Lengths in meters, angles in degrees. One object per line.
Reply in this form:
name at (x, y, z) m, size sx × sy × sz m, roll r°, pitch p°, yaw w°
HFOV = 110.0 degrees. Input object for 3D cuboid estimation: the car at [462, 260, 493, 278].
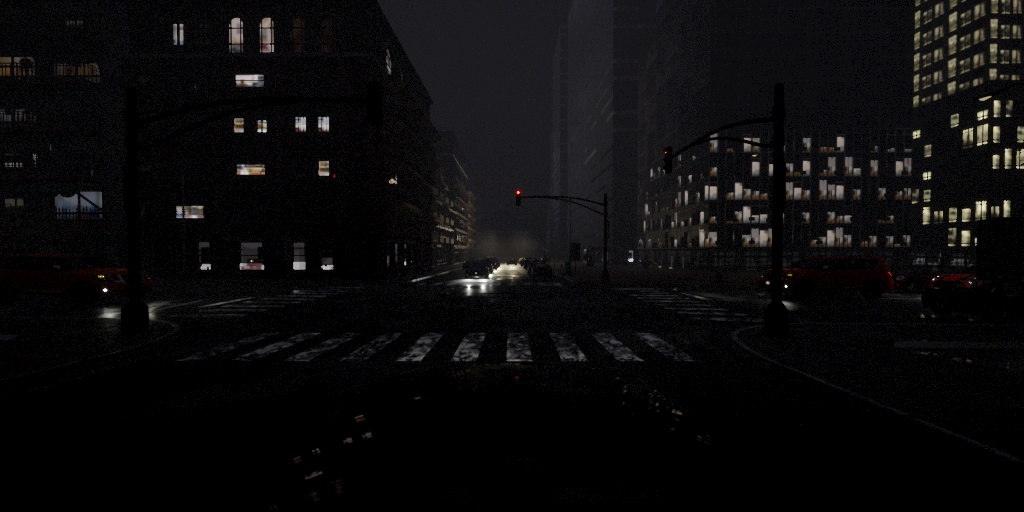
car at (-3.115, 1.290, 32.816) m, size 1.994 × 1.385 × 4.181 m, roll 0°, pitch 0°, yaw 0°

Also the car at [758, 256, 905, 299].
car at (15.701, 1.020, 18.098) m, size 5.566 × 2.045 × 2.150 m, roll 0°, pitch 1°, yaw 1°

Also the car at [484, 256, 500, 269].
car at (-3.123, 1.054, 50.791) m, size 2.097 × 1.767 × 4.553 m, roll 0°, pitch 0°, yaw 0°

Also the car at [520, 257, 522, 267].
car at (2.615, 1.240, 55.061) m, size 1.888 × 1.381 × 4.507 m, roll 0°, pitch 0°, yaw 0°

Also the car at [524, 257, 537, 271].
car at (2.628, 1.159, 38.123) m, size 1.967 × 1.591 × 4.097 m, roll 0°, pitch 0°, yaw 0°

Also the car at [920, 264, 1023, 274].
car at (24.093, 1.189, 17.990) m, size 4.553 × 1.767 × 2.097 m, roll 0°, pitch 1°, yaw 1°

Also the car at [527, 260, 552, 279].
car at (2.633, 1.272, 32.477) m, size 1.888 × 1.381 × 4.507 m, roll 0°, pitch 0°, yaw 0°

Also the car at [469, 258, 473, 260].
car at (-5.728, 1.270, 49.375) m, size 1.948 × 1.339 × 4.313 m, roll 0°, pitch 0°, yaw 0°

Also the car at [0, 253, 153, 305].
car at (-18.851, 0.911, 15.342) m, size 5.566 × 2.045 × 2.150 m, roll 0°, pitch 1°, yaw 1°

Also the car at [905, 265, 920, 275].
car at (23.359, 1.230, 20.734) m, size 4.097 × 1.591 × 1.967 m, roll 0°, pitch 0°, yaw 1°

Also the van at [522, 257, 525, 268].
van at (2.620, 1.045, 49.415) m, size 1.690 × 1.789 × 3.998 m, roll 0°, pitch 0°, yaw 0°

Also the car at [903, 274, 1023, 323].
car at (16.706, 1.445, 12.181) m, size 4.403 × 1.370 × 2.007 m, roll 0°, pitch 0°, yaw 1°

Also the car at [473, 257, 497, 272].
car at (-3.129, 1.220, 41.554) m, size 1.837 × 1.490 × 4.892 m, roll 0°, pitch 0°, yaw 0°
